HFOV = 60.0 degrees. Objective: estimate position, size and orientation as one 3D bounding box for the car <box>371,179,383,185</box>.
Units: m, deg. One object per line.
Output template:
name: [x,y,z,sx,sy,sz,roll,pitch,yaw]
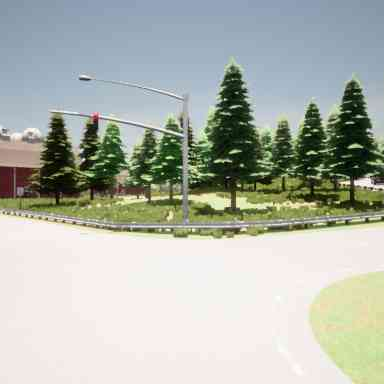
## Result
car: [29.010,-1.912,51.528,1.837,1.490,4.892,0,5,21]
